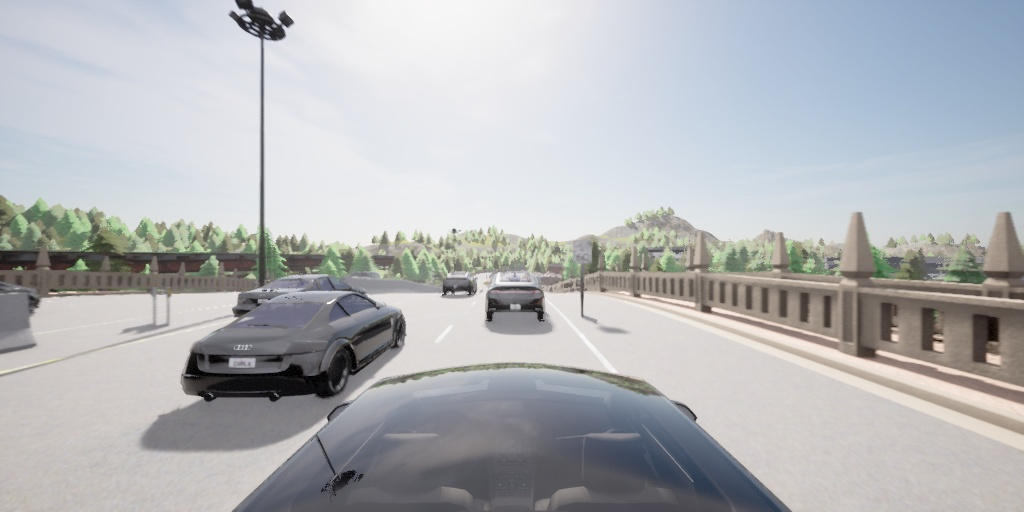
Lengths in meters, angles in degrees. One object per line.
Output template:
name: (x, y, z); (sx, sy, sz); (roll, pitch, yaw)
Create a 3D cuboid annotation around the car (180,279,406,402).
car: (-3.400, 1.314, 6.528); (1.994, 1.385, 4.181); (0, 0, 0)

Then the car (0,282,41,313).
car: (-17.596, 1.342, 10.835); (1.994, 1.385, 4.181); (0, -1, 0)

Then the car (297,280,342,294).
car: (-21.021, 3.472, 39.448); (2.033, 1.411, 5.357); (0, -7, 1)

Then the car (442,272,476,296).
car: (-3.400, 1.835, 23.995); (2.128, 1.511, 4.902); (0, -4, 0)

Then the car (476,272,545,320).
car: (0.100, 1.307, 12.704); (2.128, 1.511, 4.902); (0, -1, 0)

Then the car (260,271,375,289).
car: (-6.899, 1.357, 12.436); (2.033, 1.411, 5.357); (0, -1, 0)

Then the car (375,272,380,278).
car: (-14.056, 2.431, 33.542); (2.150, 2.045, 5.566); (0, -7, 1)
